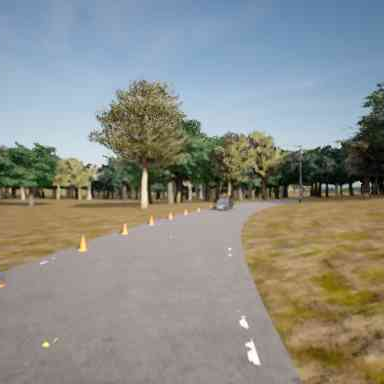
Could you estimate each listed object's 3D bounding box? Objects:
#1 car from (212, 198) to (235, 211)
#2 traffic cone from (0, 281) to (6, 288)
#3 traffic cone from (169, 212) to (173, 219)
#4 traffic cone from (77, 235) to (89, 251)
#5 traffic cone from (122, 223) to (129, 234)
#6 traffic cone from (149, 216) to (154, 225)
[{"bbox_3d":[3.896,1.502,40.203,1.812,1.442,4.674,0,1,18],"label":"car"},{"bbox_3d":[-4.686,1.967,7.917,0.340,0.580,0.340,0,0,4],"label":"traffic cone"},{"bbox_3d":[-1.808,1.974,28.102,0.340,0.580,0.340,0,0,12],"label":"traffic cone"},{"bbox_3d":[-4.254,1.981,13.002,0.340,0.580,0.340,0,0,6],"label":"traffic cone"},{"bbox_3d":[-3.630,1.986,18.065,0.340,0.580,0.340,0,0,8],"label":"traffic cone"},{"bbox_3d":[-2.813,1.984,23.101,0.340,0.580,0.340,0,0,10],"label":"traffic cone"}]
